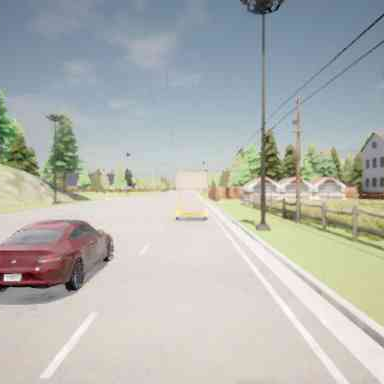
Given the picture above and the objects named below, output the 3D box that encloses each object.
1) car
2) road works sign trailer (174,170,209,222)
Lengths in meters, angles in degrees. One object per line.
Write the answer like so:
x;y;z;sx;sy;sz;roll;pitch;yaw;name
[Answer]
-3.401;1.434;8.624;1.812;1.442;4.674;0;1;0;car
-0.013;0.213;23.858;2.380;3.560;2.880;0;1;0;road works sign trailer
